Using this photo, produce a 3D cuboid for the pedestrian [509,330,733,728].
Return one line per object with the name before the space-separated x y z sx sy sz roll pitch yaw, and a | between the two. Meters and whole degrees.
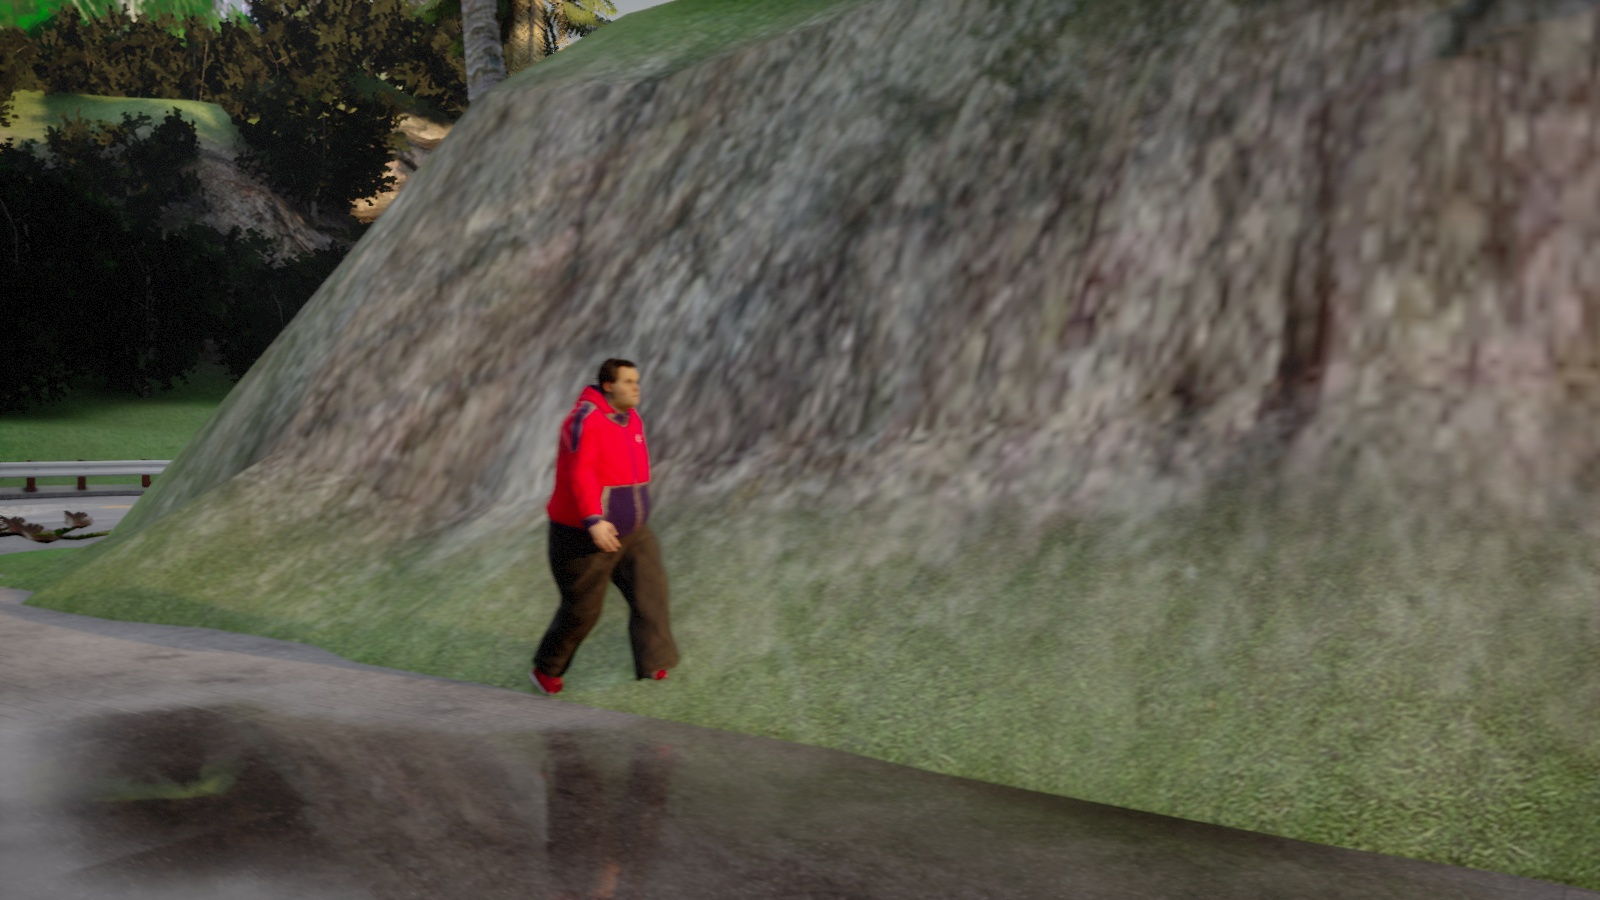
pedestrian | -0.899 0.363 6.317 0.899 1.844 0.634 0 1 33
